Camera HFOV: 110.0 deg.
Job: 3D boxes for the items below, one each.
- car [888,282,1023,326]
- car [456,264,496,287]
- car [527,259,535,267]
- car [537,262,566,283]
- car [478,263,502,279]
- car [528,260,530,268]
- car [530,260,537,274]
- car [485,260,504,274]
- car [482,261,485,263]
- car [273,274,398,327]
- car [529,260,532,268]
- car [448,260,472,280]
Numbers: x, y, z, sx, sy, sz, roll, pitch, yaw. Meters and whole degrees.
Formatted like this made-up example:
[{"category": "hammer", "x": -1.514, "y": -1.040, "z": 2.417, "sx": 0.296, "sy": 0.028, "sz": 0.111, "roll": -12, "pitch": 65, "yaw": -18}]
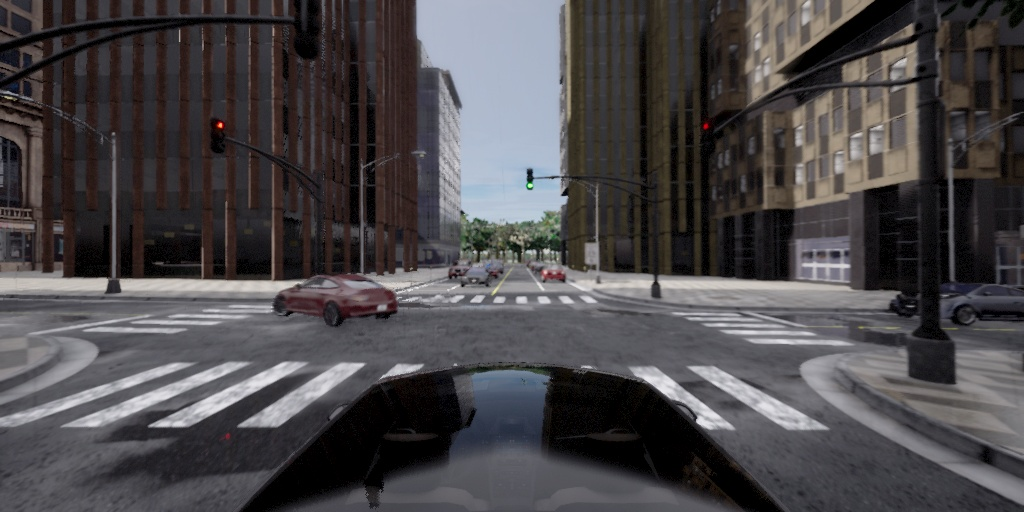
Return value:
[{"category": "car", "x": 16.253, "y": 1.644, "z": 12.790, "sx": 4.181, "sy": 1.385, "sz": 1.994, "roll": 1, "pitch": 0, "yaw": 1}, {"category": "car", "x": -2.533, "y": 1.512, "z": 26.438, "sx": 1.994, "sy": 1.385, "sz": 4.181, "roll": 0, "pitch": 0, "yaw": 2}, {"category": "car", "x": 4.090, "y": 1.715, "z": 63.097, "sx": 1.751, "sy": 1.417, "sz": 4.829, "roll": 0, "pitch": 0, "yaw": 1}, {"category": "car", "x": 3.401, "y": 1.383, "z": 30.310, "sx": 1.967, "sy": 1.591, "sz": 4.097, "roll": 0, "pitch": 0, "yaw": 1}, {"category": "car", "x": -2.316, "y": 1.624, "z": 36.431, "sx": 1.895, "sy": 1.301, "sz": 4.718, "roll": 0, "pitch": 0, "yaw": 2}, {"category": "car", "x": 3.972, "y": 1.693, "z": 57.491, "sx": 1.888, "sy": 1.381, "sz": 4.507, "roll": 0, "pitch": 0, "yaw": 1}, {"category": "car", "x": 3.744, "y": 1.616, "z": 46.619, "sx": 2.007, "sy": 1.370, "sz": 4.403, "roll": 0, "pitch": 0, "yaw": 1}, {"category": "car", "x": -2.025, "y": 1.592, "z": 46.809, "sx": 2.128, "sy": 1.511, "sz": 4.902, "roll": 0, "pitch": 0, "yaw": 1}, {"category": "car", "x": -4.780, "y": 1.698, "z": 46.797, "sx": 1.802, "sy": 1.307, "sz": 4.207, "roll": 0, "pitch": 0, "yaw": 1}, {"category": "car", "x": -5.677, "y": 1.293, "z": 11.519, "sx": 4.674, "sy": 1.442, "sz": 1.812, "roll": 1, "pitch": -2, "yaw": 32}, {"category": "car", "x": 3.858, "y": 1.651, "z": 52.055, "sx": 1.888, "sy": 1.381, "sz": 4.507, "roll": 0, "pitch": 0, "yaw": 1}, {"category": "car", "x": -5.008, "y": 1.349, "z": 35.925, "sx": 2.192, "sy": 1.841, "sz": 5.009, "roll": 0, "pitch": 0, "yaw": 1}]
